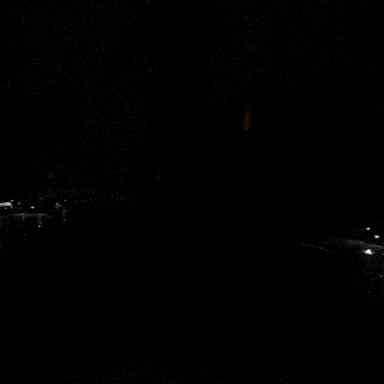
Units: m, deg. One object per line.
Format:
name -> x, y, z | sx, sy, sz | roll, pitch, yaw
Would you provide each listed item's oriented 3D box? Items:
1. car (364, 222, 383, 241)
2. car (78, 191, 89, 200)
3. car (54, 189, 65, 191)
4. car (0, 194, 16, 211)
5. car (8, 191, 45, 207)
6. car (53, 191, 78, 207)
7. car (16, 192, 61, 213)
car -> 10.830, 1.658, 15.433 | 5.357, 1.411, 2.033 | 1, 1, -13
car -> -17.074, 0.492, 51.731 | 2.033, 1.411, 5.357 | 1, 1, -11
car -> -20.591, 0.346, 51.503 | 2.128, 1.511, 4.902 | 1, 1, -11
car -> -15.941, 0.871, 26.589 | 1.994, 1.385, 4.181 | 1, 1, -9
car -> -17.573, 0.708, 35.624 | 2.033, 1.411, 5.357 | 1, 1, -10
car -> -14.118, 0.844, 36.174 | 1.895, 1.301, 4.718 | 1, 1, -10
car -> -12.543, 0.949, 27.428 | 1.994, 1.385, 4.181 | 1, 1, -10
